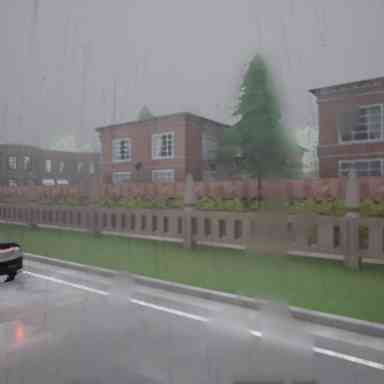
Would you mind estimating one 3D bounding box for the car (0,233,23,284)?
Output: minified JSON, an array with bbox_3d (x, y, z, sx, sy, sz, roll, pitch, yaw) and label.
[{"bbox_3d":[-6.201,1.507,8.418,4.902,1.511,2.128,0,0,36],"label":"car"}]
